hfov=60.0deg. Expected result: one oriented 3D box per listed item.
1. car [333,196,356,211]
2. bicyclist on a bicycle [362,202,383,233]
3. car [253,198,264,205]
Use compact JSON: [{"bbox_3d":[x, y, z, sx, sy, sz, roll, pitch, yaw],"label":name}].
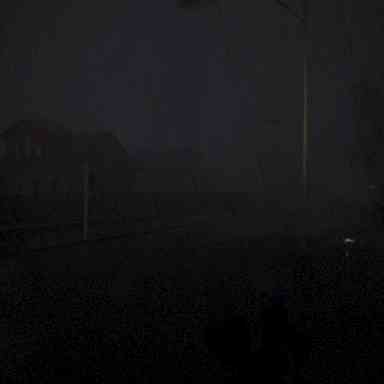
[{"bbox_3d":[17.994,1.284,39.145,2.097,1.767,4.553,1,0,32],"label":"car"},{"bbox_3d":[9.642,1.333,17.020,1.656,1.620,0.582,0,0,31],"label":"bicyclist on a bicycle"},{"bbox_3d":[7.355,1.173,46.529,5.357,1.415,2.033,1,0,34],"label":"car"}]
